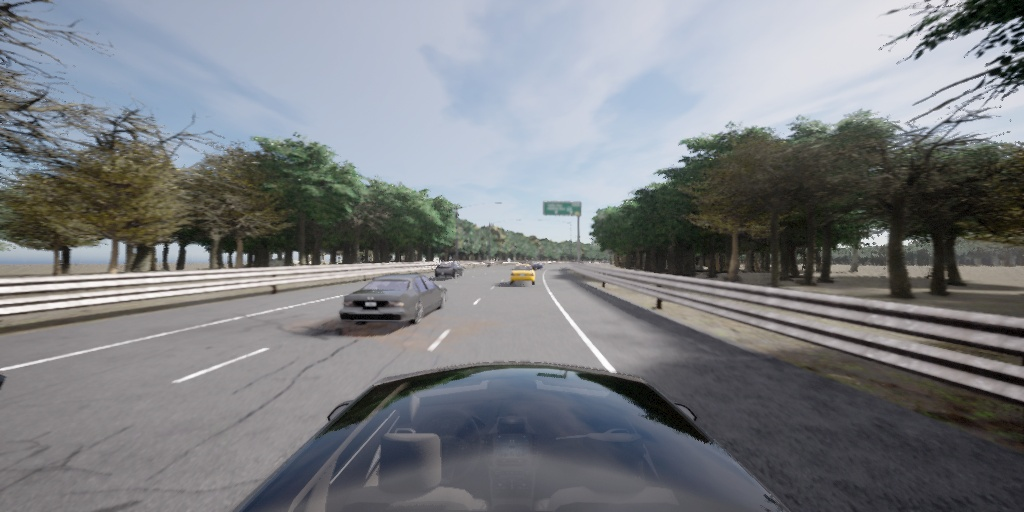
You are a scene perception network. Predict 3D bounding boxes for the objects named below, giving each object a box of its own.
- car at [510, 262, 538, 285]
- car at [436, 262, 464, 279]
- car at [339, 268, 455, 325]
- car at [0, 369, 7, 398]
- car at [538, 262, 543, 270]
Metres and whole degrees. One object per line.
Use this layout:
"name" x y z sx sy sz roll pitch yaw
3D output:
"car" 0.858 1.283 27.226 1.801 1.575 5.366 0 0 4
"car" -5.788 1.321 33.512 2.128 1.511 4.902 0 0 5
"car" -3.522 1.293 11.714 2.033 1.411 5.357 0 0 2
"car" -6.949 1.237 2.243 1.812 1.442 4.674 0 0 0
"car" 4.244 1.659 60.395 1.895 1.301 4.718 0 -1 8
